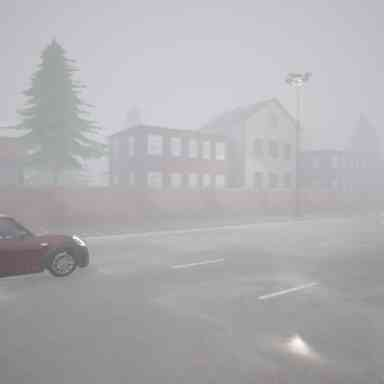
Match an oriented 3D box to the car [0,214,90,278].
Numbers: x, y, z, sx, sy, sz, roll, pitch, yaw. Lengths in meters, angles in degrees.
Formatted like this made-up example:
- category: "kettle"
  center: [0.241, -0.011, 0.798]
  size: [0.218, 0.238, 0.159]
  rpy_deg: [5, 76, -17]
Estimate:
- category: "car"
  center: [-5.094, 1.352, 8.712]
  size: [4.553, 1.767, 2.097]
  rpy_deg: [0, 0, -36]
